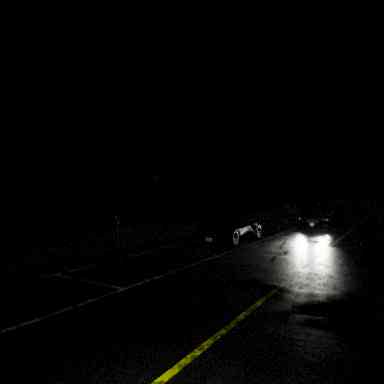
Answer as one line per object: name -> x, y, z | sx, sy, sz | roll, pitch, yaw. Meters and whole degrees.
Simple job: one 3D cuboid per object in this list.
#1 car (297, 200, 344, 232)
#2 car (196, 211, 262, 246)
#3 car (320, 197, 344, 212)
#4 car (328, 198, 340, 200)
car -> 7.752, 1.492, 20.022 | 2.128, 1.511, 4.902 | 0, 0, 32
car -> 1.844, 1.566, 15.392 | 1.947, 1.339, 4.313 | 0, 0, 32
car -> 16.446, 1.442, 38.843 | 1.967, 1.590, 4.097 | 0, 0, 32
car -> 13.526, 1.567, 34.153 | 1.947, 1.339, 4.313 | 0, 0, 32
